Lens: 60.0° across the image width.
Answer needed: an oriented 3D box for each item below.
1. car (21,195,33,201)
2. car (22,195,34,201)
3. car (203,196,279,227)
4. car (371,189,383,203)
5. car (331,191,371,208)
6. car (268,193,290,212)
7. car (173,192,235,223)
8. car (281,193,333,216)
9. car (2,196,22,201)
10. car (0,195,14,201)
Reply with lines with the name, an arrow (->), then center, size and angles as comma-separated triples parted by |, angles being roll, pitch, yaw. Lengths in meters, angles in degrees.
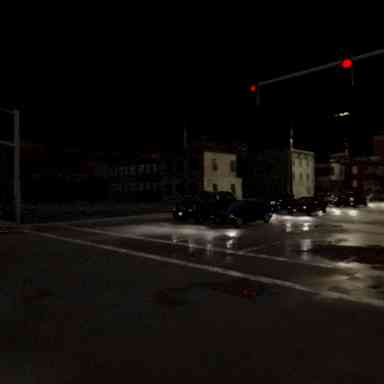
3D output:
car -> -41.761, 1.658, 84.748 | 2.038, 1.542, 4.974 | -1, 0, -15
car -> -41.776, 1.501, 84.797 | 1.853, 1.218, 4.536 | -1, 0, -15
car -> 3.252, 1.282, 21.350 | 1.882, 1.535, 5.008 | 0, 1, 45
car -> 24.322, 0.409, 42.534 | 4.553, 1.767, 2.097 | -2, 1, -45
car -> 16.607, 0.692, 34.811 | 2.097, 1.767, 4.553 | 0, 1, 45
car -> 7.824, 0.944, 30.927 | 2.097, 1.767, 4.553 | 0, 1, 45
car -> 1.124, 1.036, 24.187 | 2.150, 2.045, 5.566 | 0, 1, 44
car -> 9.727, 1.121, 27.885 | 1.812, 1.442, 4.674 | 0, 1, 45
car -> -45.476, 1.538, 84.057 | 4.536, 1.218, 1.853 | -1, 0, 15
car -> -45.425, 1.695, 84.044 | 4.974, 1.542, 2.038 | -1, 0, 15
